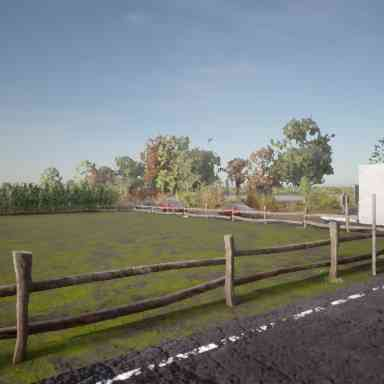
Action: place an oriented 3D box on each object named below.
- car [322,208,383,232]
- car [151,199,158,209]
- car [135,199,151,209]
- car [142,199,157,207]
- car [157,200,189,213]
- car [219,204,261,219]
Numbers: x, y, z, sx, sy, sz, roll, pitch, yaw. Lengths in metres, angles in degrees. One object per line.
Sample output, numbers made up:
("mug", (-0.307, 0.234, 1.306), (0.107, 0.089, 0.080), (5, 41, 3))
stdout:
("car", (11.146, 1.756, 21.910), (1.895, 1.301, 4.718), (-1, 0, -30))
("car", (-5.706, 2.175, 57.640), (1.812, 1.442, 4.674), (0, -1, -17))
("car", (-8.737, 2.243, 56.930), (1.994, 1.385, 4.181), (0, -1, -16))
("car", (-8.605, 2.254, 67.435), (2.128, 1.511, 4.902), (0, 0, -19))
("car", (-2.209, 1.961, 42.205), (1.882, 1.535, 5.008), (-1, -1, -30))
("car", (4.499, 1.844, 31.894), (1.812, 1.442, 4.674), (-1, -1, -35))
